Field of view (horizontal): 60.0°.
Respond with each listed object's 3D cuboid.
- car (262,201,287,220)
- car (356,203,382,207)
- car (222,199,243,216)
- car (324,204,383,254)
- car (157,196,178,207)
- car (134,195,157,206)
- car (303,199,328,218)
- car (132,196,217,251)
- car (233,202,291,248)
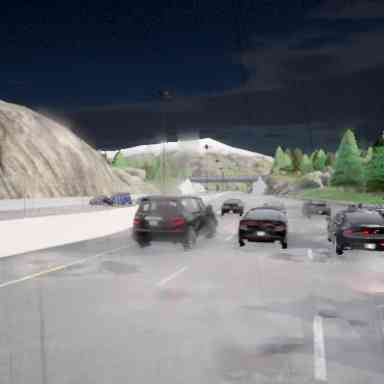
[{"bbox_3d":[6.868,1.474,27.813,1.895,1.301,4.718,0,0,14],"label":"car"},{"bbox_3d":[13.622,1.479,25.965,1.895,1.301,4.718,0,0,14],"label":"car"},{"bbox_3d":[3.831,1.370,30.216,1.837,1.490,4.892,0,1,13],"label":"car"},{"bbox_3d":[6.403,1.446,12.897,1.837,1.490,4.892,0,1,18],"label":"car"},{"bbox_3d":[-3.515,1.331,48.991,2.033,1.411,5.357,0,0,8],"label":"car"},{"bbox_3d":[-6.920,1.272,50.002,2.128,1.511,4.902,0,0,8],"label":"car"},{"bbox_3d":[10.568,1.362,28.295,2.128,1.511,4.902,0,0,13],"label":"car"},{"bbox_3d":[-0.511,1.160,14.212,2.150,2.045,5.566,0,1,18],"label":"car"},{"bbox_3d":[3.273,1.411,14.616,1.882,1.535,5.008,0,-1,17],"label":"car"}]
